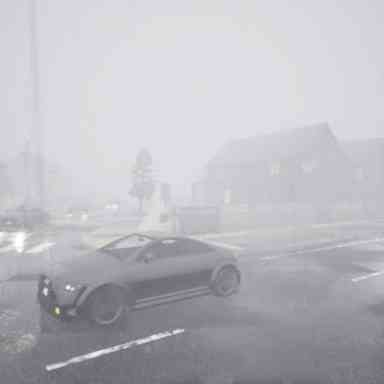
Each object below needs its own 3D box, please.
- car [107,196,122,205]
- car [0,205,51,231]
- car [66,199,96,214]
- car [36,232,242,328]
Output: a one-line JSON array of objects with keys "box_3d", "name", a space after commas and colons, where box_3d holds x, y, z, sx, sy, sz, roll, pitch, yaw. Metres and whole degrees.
[{"box_3d": [-12.709, 1.335, 54.891, 2.128, 1.511, 4.902, 1, 0, -4], "name": "car"}, {"box_3d": [-10.031, 1.478, 19.959, 1.994, 1.385, 4.181, 1, 0, -5], "name": "car"}, {"box_3d": [-11.123, 1.413, 33.755, 1.812, 1.442, 4.674, 1, 0, -5], "name": "car"}, {"box_3d": [-0.942, 1.569, 6.999, 4.181, 1.385, 1.994, 0, 0, -35], "name": "car"}]
